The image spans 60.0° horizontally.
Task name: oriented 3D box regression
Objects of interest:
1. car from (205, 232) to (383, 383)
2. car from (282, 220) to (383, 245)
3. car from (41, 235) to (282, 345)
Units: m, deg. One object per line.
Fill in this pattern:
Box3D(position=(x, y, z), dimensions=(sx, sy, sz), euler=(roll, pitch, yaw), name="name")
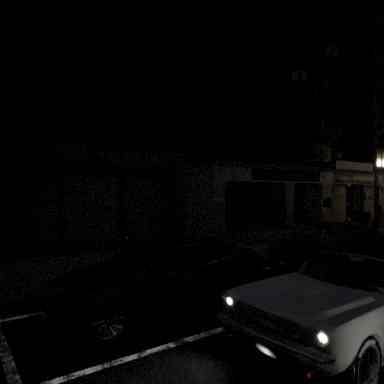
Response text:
Box3D(position=(2.684, 1.600, 5.291), dimensions=(4.718, 1.301, 1.895), euler=(0, 0, -35), name="car")
Box3D(position=(4.101, 1.544, 9.686), dimensions=(4.507, 1.381, 1.887), euler=(0, 0, -35), name="car")
Box3D(position=(-0.515, 1.566, 6.397), dimensions=(4.313, 1.339, 1.947), euler=(0, 0, -35), name="car")
